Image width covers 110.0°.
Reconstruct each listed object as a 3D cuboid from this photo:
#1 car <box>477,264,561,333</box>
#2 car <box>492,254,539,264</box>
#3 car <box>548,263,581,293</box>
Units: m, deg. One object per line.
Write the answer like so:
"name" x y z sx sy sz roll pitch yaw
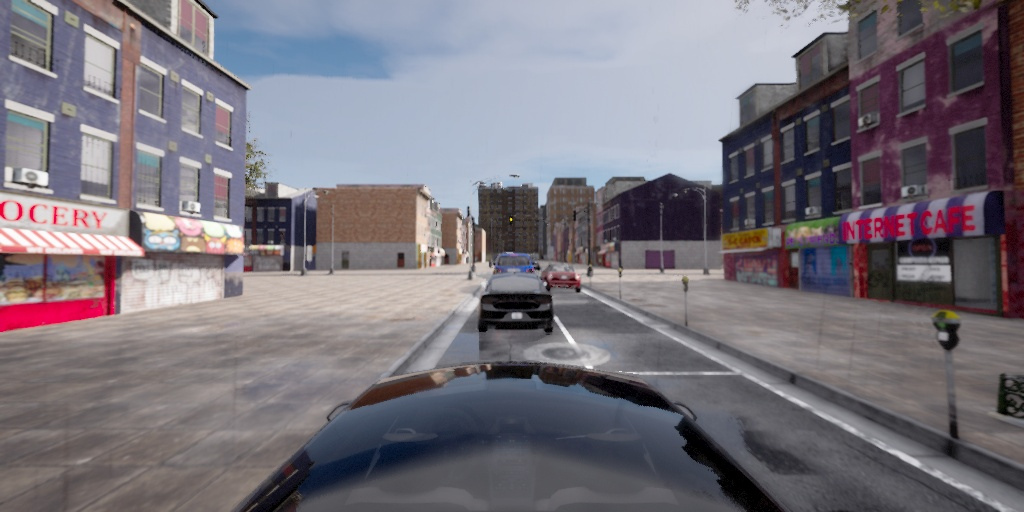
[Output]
"car" 0.065 1.183 10.565 1.882 1.535 5.008 0 0 -1
"car" 0.091 0.889 19.580 2.150 2.045 5.566 0 0 0
"car" 2.640 1.104 20.271 1.967 1.591 4.097 0 0 0
